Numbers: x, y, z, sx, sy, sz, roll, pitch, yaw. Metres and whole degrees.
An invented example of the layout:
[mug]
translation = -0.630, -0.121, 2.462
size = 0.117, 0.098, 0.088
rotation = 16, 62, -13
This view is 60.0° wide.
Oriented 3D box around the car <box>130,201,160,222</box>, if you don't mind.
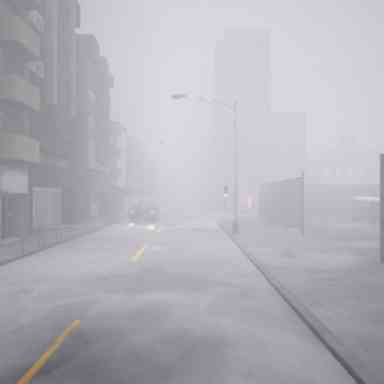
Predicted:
[car]
translation = -4.020, 1.619, 28.912
size = 2.097, 1.767, 4.553
rotation = 0, 0, 0
